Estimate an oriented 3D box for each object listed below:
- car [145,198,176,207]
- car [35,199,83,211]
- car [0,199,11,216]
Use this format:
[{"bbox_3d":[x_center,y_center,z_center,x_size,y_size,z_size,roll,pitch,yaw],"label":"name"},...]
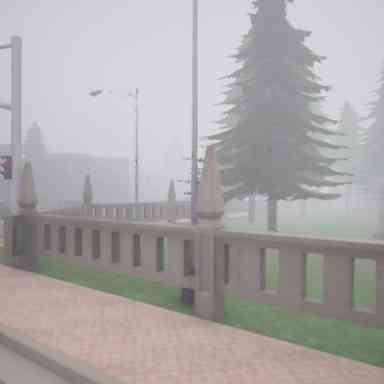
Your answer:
[{"bbox_3d":[-4.327,1.423,42.872,1.994,1.385,4.181,0,0,35],"label":"car"},{"bbox_3d":[-10.961,1.363,27.679,2.128,1.511,4.902,0,0,36],"label":"car"},{"bbox_3d":[-15.394,1.358,27.493,1.837,1.490,4.892,0,0,36],"label":"car"}]
